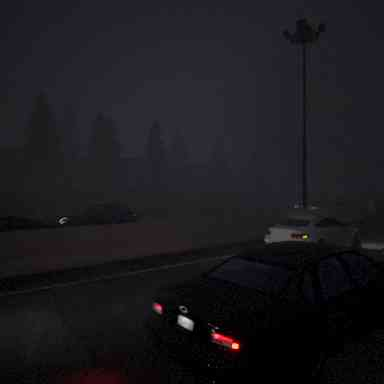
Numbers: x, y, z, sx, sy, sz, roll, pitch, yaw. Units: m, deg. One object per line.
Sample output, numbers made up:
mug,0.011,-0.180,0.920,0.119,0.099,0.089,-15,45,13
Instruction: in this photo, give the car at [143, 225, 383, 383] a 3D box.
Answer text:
car,1.885,1.545,5.390,5.357,1.411,2.033,0,0,-39

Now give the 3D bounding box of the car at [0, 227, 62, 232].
car,-7.226,1.550,11.902,4.674,1.442,1.812,0,0,-37

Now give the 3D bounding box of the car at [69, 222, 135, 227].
car,-5.300,1.373,17.913,4.553,1.767,2.097,0,0,-40

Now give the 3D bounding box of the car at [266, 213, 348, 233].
car,4.533,1.517,12.281,4.674,1.442,1.812,0,0,-42
